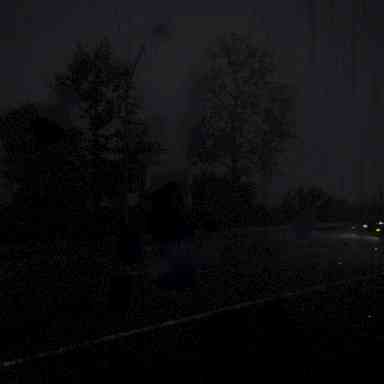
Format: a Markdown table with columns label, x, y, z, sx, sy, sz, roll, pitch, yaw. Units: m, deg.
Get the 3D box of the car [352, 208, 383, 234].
| label | x | y | z | sx | sy | sz | roll | pitch | yaw |
| --- | --- | --- | --- | --- | --- | --- | --- | --- | --- |
| car | 10.687 | 1.571 | 17.958 | 4.181 | 1.385 | 1.994 | 0 | 0 | -26 |
